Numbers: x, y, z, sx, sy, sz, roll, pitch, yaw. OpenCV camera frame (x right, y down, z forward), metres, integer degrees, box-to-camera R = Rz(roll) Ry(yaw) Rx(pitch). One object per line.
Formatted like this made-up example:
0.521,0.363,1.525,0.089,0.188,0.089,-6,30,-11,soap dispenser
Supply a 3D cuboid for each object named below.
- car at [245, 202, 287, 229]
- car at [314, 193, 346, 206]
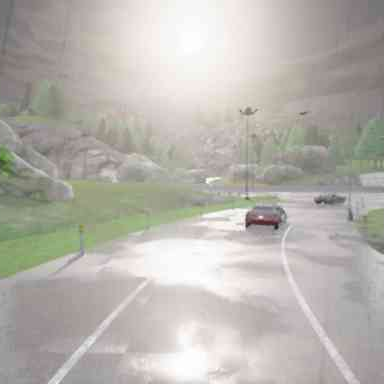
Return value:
4.524,1.300,20.119,1.994,1.385,4.181,1,2,22,car
15.125,0.765,36.229,1.895,1.301,4.718,3,4,43,car
